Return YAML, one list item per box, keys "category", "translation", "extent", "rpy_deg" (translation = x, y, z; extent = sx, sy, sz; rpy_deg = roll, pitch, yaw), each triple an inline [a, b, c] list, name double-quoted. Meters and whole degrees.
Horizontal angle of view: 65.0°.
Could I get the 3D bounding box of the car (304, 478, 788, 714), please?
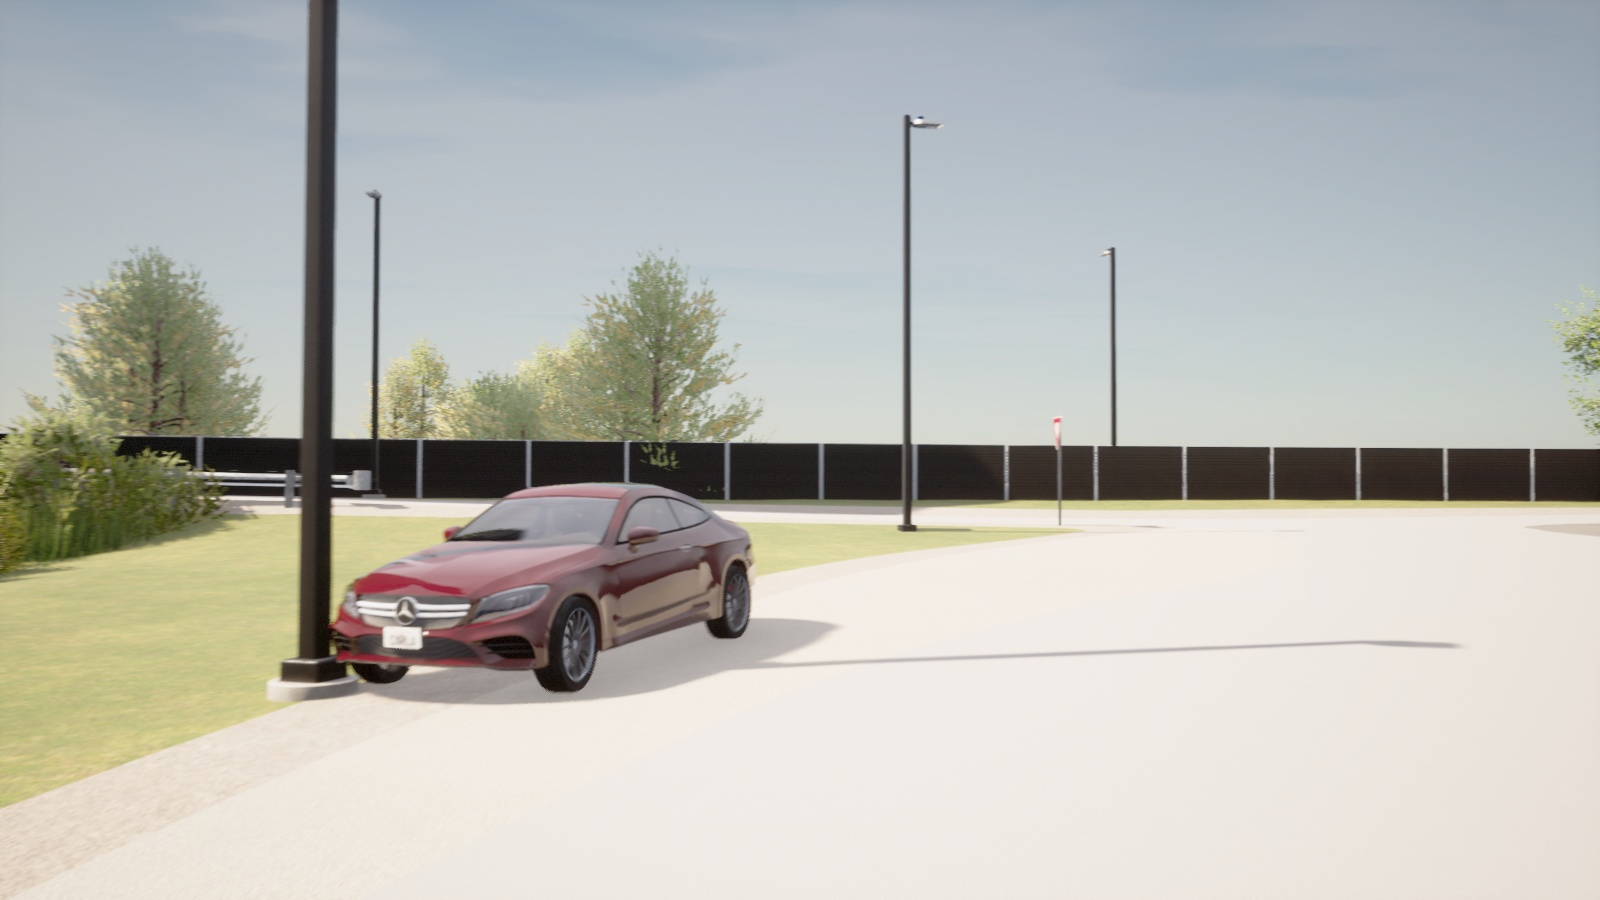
- category: "car"
  translation: [-1.822, 1.032, 10.773]
  extent: [1.812, 1.442, 4.674]
  rpy_deg: [-1, 0, 21]
